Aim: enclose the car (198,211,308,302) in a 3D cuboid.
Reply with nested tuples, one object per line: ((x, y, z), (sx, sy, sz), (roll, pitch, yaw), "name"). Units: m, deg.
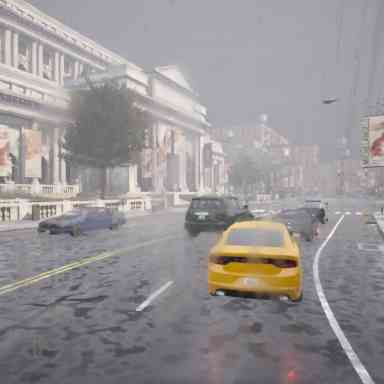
((1.700, 1.478, 8.446), (1.882, 1.535, 5.008), (0, 0, 15), "car")

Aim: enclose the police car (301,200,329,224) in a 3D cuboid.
((9.169, 1.425, 25.099), (1.930, 1.638, 5.238), (0, 0, 27), "police car")

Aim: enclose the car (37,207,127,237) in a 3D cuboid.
((-5.847, 1.548, 18.549), (2.033, 1.411, 5.357), (0, 0, 26), "car")

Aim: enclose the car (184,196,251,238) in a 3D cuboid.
((1.555, 1.222, 17.350), (2.150, 2.045, 5.566), (0, 0, 25), "car")

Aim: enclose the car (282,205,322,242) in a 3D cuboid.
((5.162, 1.564, 16.744), (1.994, 1.385, 4.181), (0, 0, 26), "car")
